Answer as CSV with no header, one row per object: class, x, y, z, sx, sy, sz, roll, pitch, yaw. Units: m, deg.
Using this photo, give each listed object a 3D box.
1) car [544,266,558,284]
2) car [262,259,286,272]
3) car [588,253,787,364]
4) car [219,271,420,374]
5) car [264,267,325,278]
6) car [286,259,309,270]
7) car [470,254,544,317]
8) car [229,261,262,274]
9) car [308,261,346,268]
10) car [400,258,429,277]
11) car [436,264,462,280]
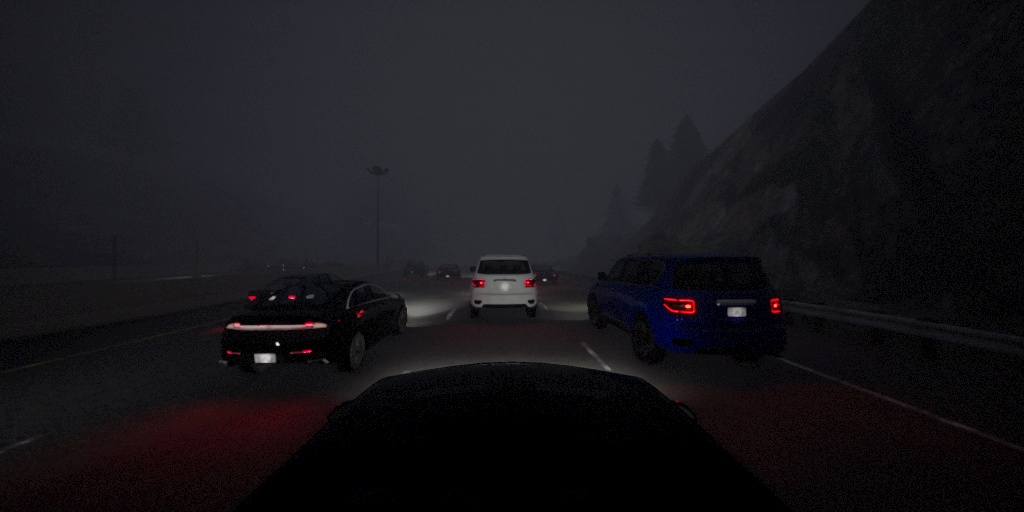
car,2.028,1.337,26.572,1.895,1.301,4.718,0,0,-5
car,-27.905,1.146,44.041,2.097,1.767,4.553,0,0,-5
car,3.385,0.962,8.244,2.150,2.045,5.566,0,0,-2
car,-3.617,1.247,7.552,2.128,1.511,4.902,0,0,-2
car,-7.372,1.309,13.274,2.033,1.411,5.357,0,0,-4
car,-24.233,1.312,42.307,1.812,1.442,4.674,0,0,-5
car,-0.380,0.968,13.292,2.150,2.045,5.566,0,0,-4
car,-31.283,1.292,42.574,2.128,1.511,4.902,0,0,-5
car,-20.588,1.326,40.853,2.033,1.411,5.357,0,0,-5
car,-9.300,1.248,34.981,2.128,1.511,4.902,0,0,-5
car,-5.455,1.351,31.476,1.895,1.301,4.718,0,0,-5
